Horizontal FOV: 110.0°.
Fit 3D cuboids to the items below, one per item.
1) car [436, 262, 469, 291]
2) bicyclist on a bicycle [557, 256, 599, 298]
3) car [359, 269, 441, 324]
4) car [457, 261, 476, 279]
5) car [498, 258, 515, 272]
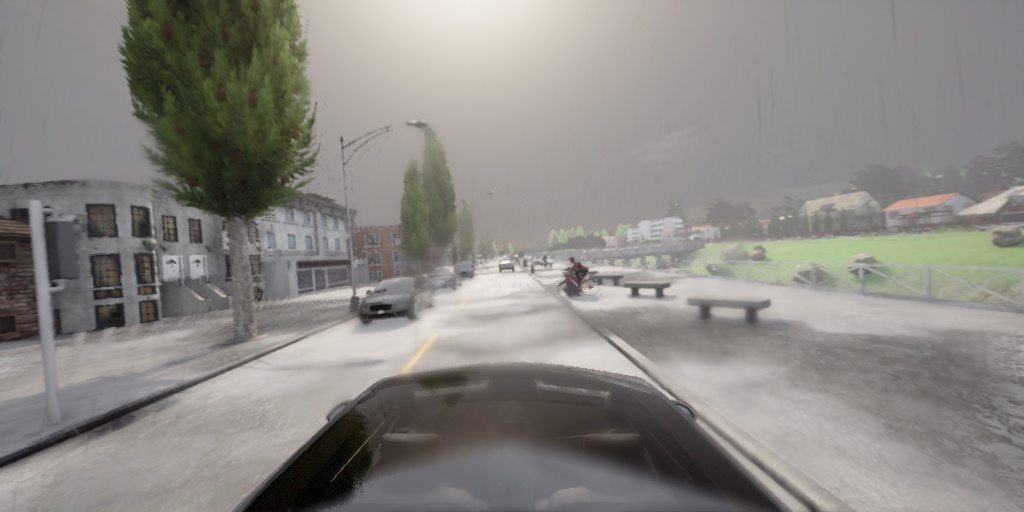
[{"bbox_3d":[-4.456,1.486,23.994,2.128,1.511,4.902,-5,0,-1],"label":"car"},{"bbox_3d":[2.561,0.822,14.099,1.656,1.620,0.582,-5,0,-1],"label":"bicyclist on a bicycle"},{"bbox_3d":[-4.265,1.536,13.895,1.837,1.490,4.892,-5,0,-1],"label":"car"},{"bbox_3d":[-4.635,1.308,34.129,2.097,1.767,4.553,-5,0,-1],"label":"car"},{"bbox_3d":[-0.629,1.133,42.752,2.033,1.411,5.357,-5,0,-1],"label":"car"}]
